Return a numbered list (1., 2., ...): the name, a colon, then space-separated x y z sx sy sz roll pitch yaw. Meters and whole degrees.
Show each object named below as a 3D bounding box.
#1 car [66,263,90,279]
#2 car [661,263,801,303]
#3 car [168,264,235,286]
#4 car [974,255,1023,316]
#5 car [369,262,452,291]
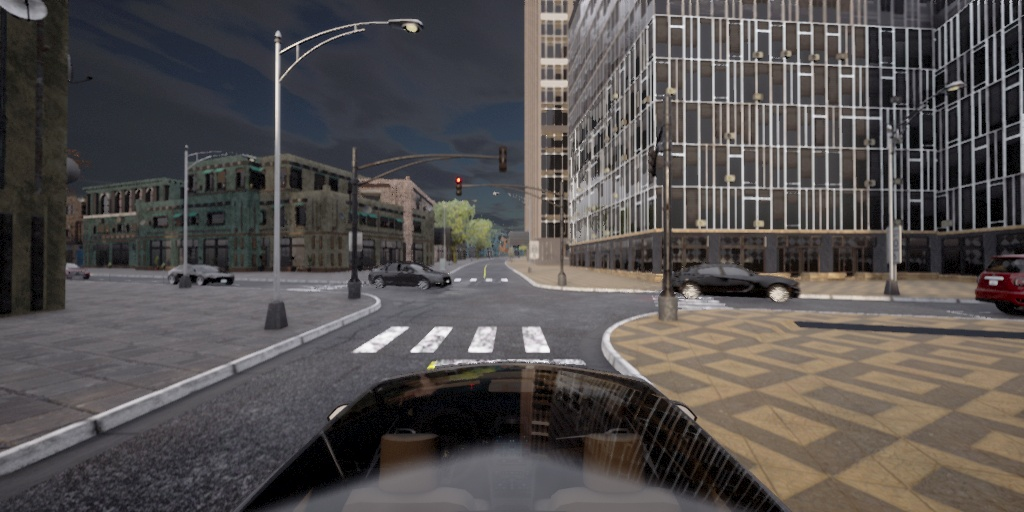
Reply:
1. car: -35.317 1.192 28.230 4.207 1.307 1.802 0 0 20
2. car: 9.015 1.060 15.123 5.008 1.535 1.882 0 -1 20
3. car: -19.653 1.158 22.636 4.313 1.339 1.948 0 0 20
4. car: 16.301 0.860 9.655 5.009 1.841 2.192 0 0 20
5. car: -5.795 1.128 20.412 4.892 1.490 1.837 0 0 20
